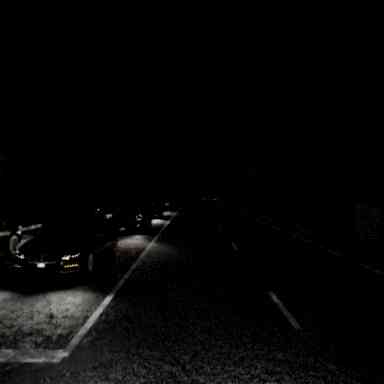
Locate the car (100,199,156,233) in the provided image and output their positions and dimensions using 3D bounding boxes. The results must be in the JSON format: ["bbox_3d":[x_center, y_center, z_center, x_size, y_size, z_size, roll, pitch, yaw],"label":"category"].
[{"bbox_3d":[-3.589,1.331,19.522,2.097,1.767,4.553,0,0,0],"label":"car"}]

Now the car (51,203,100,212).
[{"bbox_3d":[-7.089,1.456,19.772,1.882,1.535,5.008,0,0,0],"label":"car"}]

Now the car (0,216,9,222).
[{"bbox_3d":[-7.105,1.480,10.287,2.128,1.511,4.902,0,0,-2],"label":"car"}]

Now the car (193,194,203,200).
[{"bbox_3d":[1.380,1.435,90.428,2.033,1.411,5.357,0,0,4],"label":"car"}]

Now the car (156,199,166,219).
[{"bbox_3d":[-3.572,1.533,28.467,1.994,1.385,4.181,0,0,0],"label":"car"}]

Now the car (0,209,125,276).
[{"bbox_3d":[-3.596,1.494,10.365,1.837,1.490,4.892,0,0,0],"label":"car"}]

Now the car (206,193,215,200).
[{"bbox_3d":[4.905,1.396,90.641,1.837,1.490,4.892,0,0,4],"label":"car"}]

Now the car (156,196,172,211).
[{"bbox_3d":[-3.543,1.309,39.186,2.097,1.767,4.553,0,0,1],"label":"car"}]

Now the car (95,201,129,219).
[{"bbox_3d":[-7.060,1.568,29.992,1.895,1.301,4.718,0,0,0],"label":"car"}]
